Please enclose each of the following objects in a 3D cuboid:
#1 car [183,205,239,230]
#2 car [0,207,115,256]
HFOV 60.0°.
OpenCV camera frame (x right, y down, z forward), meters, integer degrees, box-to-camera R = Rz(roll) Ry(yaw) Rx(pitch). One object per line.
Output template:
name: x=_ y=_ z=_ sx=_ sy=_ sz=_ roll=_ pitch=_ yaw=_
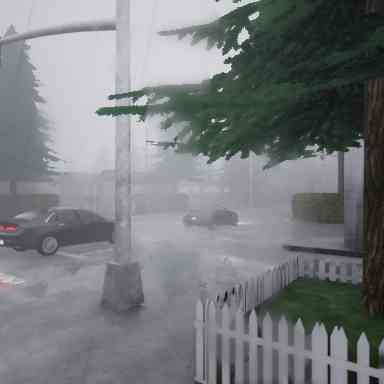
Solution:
car: x=1.263 y=1.468 z=20.668 sx=1.994 sy=1.385 sz=4.181 roll=1 pitch=1 yaw=35
car: x=-4.507 y=1.313 z=12.325 sx=1.837 sy=1.490 sz=4.892 roll=0 pitch=0 yaw=35
